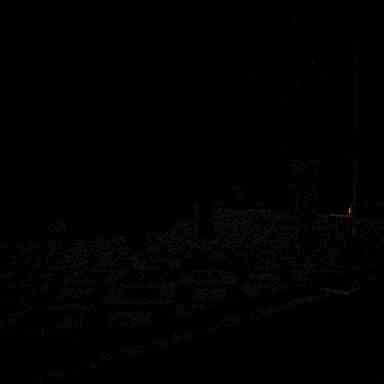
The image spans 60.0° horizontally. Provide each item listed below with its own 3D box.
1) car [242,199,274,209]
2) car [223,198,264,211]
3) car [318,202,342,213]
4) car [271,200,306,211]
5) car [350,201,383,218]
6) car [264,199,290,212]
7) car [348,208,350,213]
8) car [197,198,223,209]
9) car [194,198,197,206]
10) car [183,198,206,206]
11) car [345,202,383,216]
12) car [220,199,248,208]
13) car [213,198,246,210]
[{"bbox_3d":[9.931,1.835,50.446,1.752,1.417,4.829,2,-1,-36],"label":"car"},{"bbox_3d":[6.292,1.595,40.889,1.887,1.381,4.507,2,-1,-36],"label":"car"},{"bbox_3d":[16.417,1.885,41.384,1.802,1.307,4.206,2,-1,-36],"label":"car"},{"bbox_3d":[13.223,1.872,45.846,1.947,1.339,4.313,2,-1,-36],"label":"car"},{"bbox_3d":[15.861,1.481,27.531,1.967,1.590,4.097,2,-1,-37],"label":"car"},{"bbox_3d":[11.230,1.619,38.571,2.128,1.511,4.902,2,-1,-36],"label":"car"},{"bbox_3d":[17.067,1.599,30.414,1.882,1.535,5.008,2,-1,-36],"label":"car"},{"bbox_3d":[3.197,1.578,45.213,1.752,1.417,4.829,2,-1,-36],"label":"car"},{"bbox_3d":[2.155,1.781,56.649,2.033,1.411,5.357,2,-1,-35],"label":"car"},{"bbox_3d":[0.446,1.867,63.691,2.008,1.369,4.403,2,-1,-36],"label":"car"},{"bbox_3d":[19.611,1.866,36.924,1.947,1.339,4.313,2,-1,-36],"label":"car"},{"bbox_3d":[6.835,1.864,54.768,2.008,1.369,4.403,2,-1,-36],"label":"car"},{"bbox_3d":[5.242,1.638,46.946,1.837,1.490,4.892,2,-1,-36],"label":"car"}]
